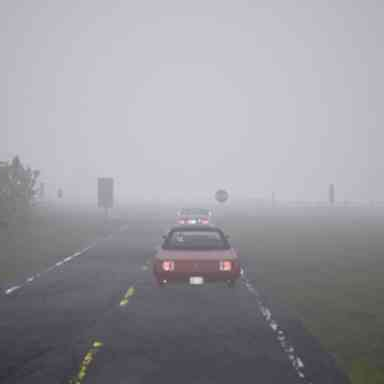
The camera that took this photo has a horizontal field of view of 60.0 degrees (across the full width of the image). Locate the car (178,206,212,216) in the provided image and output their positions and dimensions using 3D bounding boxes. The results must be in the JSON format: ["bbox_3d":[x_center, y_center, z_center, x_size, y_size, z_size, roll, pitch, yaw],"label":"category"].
[{"bbox_3d":[0.131,1.512,18.899,2.033,1.411,5.357,0,0,1],"label":"car"}]

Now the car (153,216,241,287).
[{"bbox_3d":[0.101,1.583,9.254,1.895,1.301,4.718,0,0,0],"label":"car"}]
